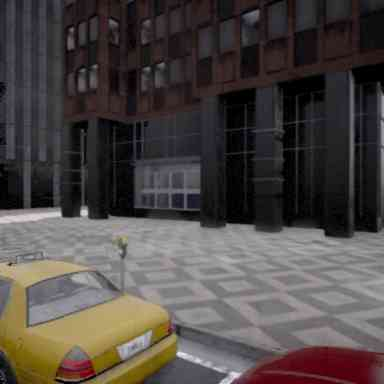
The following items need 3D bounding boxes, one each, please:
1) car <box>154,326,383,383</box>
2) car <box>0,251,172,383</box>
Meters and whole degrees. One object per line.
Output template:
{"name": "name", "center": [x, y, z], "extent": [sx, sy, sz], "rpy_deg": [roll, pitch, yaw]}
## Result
{"name": "car", "center": [2.177, 1.544, 1.424], "extent": [4.507, 1.381, 1.887], "rpy_deg": [0, 0, 36]}
{"name": "car", "center": [-2.459, 1.529, 4.732], "extent": [4.829, 1.417, 1.752], "rpy_deg": [0, 0, 36]}
